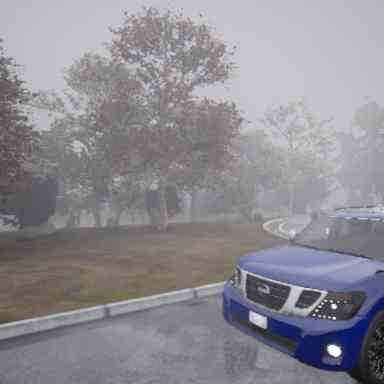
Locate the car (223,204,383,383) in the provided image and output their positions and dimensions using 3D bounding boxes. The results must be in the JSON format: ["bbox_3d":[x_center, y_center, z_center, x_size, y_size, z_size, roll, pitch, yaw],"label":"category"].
[{"bbox_3d":[3.163,1.291,5.700,5.566,2.045,2.150,1,0,-33],"label":"car"}]

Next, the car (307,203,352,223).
[{"bbox_3d":[12.162,1.802,29.167,5.008,1.535,1.882,1,-1,-45],"label":"car"}]
